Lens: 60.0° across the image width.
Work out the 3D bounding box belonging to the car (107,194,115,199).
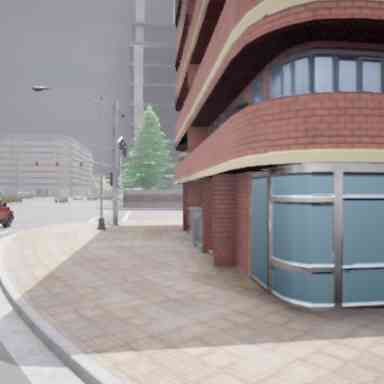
[{"bbox_3d":[-22.408,1.263,92.246,1.812,1.442,4.674,0,0,-8],"label":"car"}]

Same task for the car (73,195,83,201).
[{"bbox_3d":[-28.014,1.432,81.603,1.812,1.442,4.674,0,0,-8],"label":"car"}]

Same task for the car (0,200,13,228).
[{"bbox_3d":[-11.997,1.195,18.864,2.150,2.045,5.566,0,0,-13],"label":"car"}]

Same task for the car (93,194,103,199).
[{"bbox_3d":[-25.875,1.275,91.771,2.033,1.411,5.357,0,0,-8],"label":"car"}]

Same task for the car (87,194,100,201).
[{"bbox_3d":[-24.480,1.447,81.594,2.033,1.411,5.357,0,0,-8],"label":"car"}]

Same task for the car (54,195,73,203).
[{"bbox_3d":[-25.873,1.450,65.996,2.128,1.511,4.902,0,0,-8],"label":"car"}]

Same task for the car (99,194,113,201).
[{"bbox_3d":[-21.054,1.431,82.379,1.812,1.442,4.674,0,0,-8],"label":"car"}]
